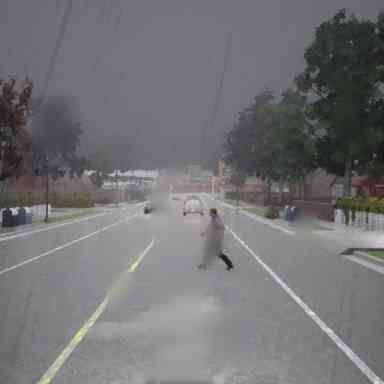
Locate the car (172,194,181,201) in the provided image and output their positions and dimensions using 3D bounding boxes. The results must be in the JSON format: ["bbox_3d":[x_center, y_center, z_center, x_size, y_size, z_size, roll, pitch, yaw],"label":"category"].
[{"bbox_3d":[-3.432,1.226,74.254,1.882,1.535,5.008,0,0,0],"label":"car"}]

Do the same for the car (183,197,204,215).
[{"bbox_3d":[0.124,1.510,33.419,1.812,1.442,4.674,0,0,1],"label":"car"}]

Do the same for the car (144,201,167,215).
[{"bbox_3d":[-3.570,1.549,33.051,1.994,1.385,4.181,0,0,0],"label":"car"}]

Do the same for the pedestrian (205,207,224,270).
[{"bbox_3d":[0.622,1.293,9.288,0.375,1.860,0.375,0,0,0],"label":"pedestrian"}]
